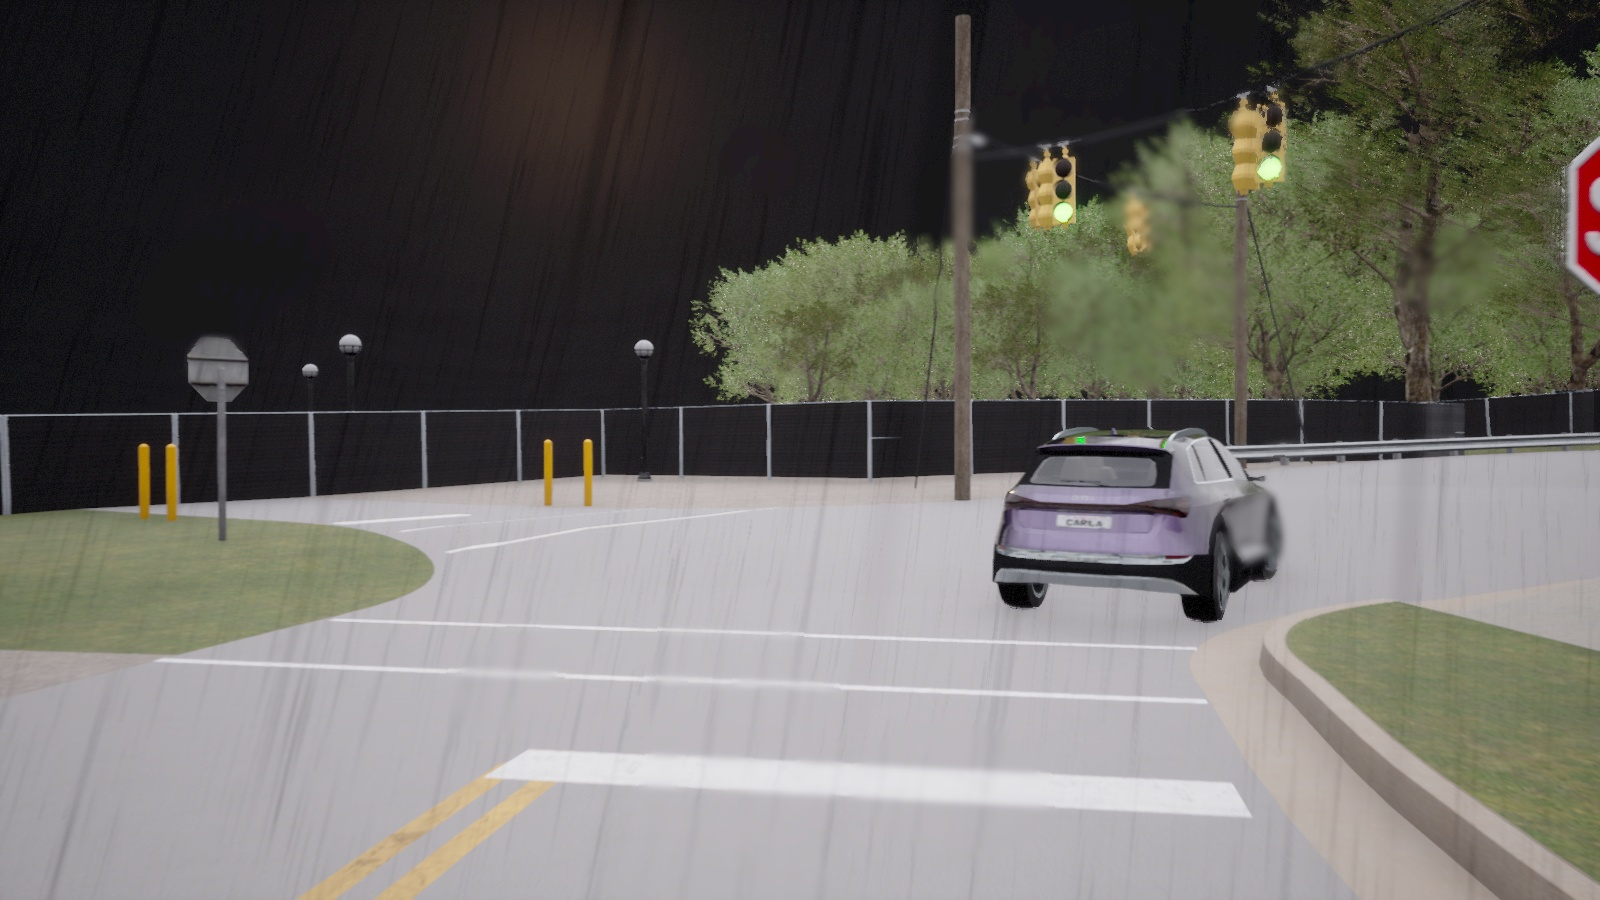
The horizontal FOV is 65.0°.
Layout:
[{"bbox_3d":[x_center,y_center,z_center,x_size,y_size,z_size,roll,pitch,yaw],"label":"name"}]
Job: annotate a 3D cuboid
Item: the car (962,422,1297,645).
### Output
[{"bbox_3d":[3.429,0.583,12.250,2.033,1.649,4.856,1,2,29],"label":"car"}]
